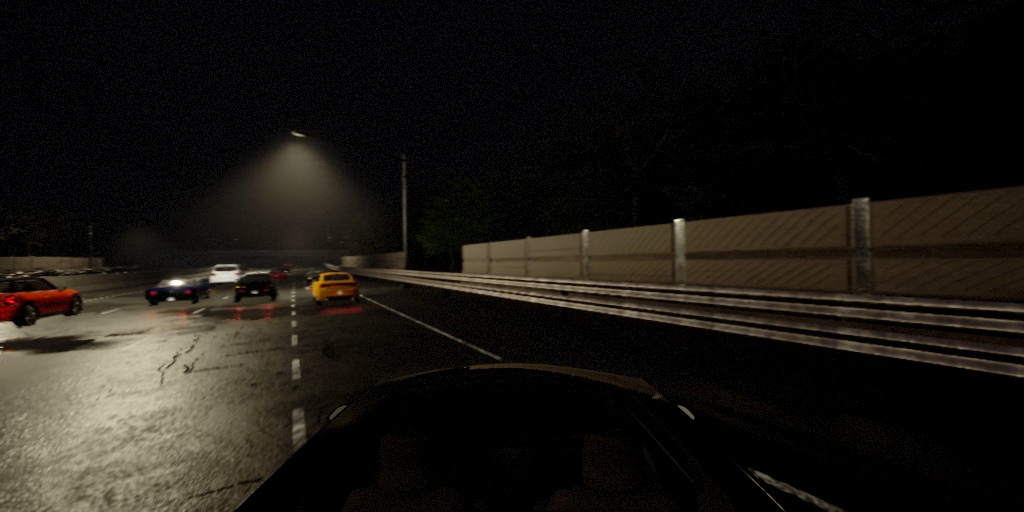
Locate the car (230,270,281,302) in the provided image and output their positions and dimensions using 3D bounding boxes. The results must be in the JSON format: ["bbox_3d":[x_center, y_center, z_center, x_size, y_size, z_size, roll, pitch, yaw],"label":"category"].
[{"bbox_3d":[-14.652,1.761,20.702,1.812,1.442,4.674,-1,-1,-31],"label":"car"}]

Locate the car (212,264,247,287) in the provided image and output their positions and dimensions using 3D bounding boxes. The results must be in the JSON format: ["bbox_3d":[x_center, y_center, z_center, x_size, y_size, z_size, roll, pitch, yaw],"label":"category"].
[{"bbox_3d":[-26.519,1.813,33.697,2.150,2.045,5.566,-1,0,-31],"label":"car"}]

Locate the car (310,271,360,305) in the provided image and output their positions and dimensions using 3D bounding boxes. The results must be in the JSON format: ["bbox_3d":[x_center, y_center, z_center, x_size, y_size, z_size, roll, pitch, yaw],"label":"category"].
[{"bbox_3d":[-9.334,1.601,18.902,1.882,1.535,5.008,-1,-1,-31],"label":"car"}]

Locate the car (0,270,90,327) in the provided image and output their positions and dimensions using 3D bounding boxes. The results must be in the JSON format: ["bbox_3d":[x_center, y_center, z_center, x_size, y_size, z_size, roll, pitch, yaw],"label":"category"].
[{"bbox_3d":[-18.040,1.551,13.009,2.097,1.767,4.553,-1,-1,-31],"label":"car"}]

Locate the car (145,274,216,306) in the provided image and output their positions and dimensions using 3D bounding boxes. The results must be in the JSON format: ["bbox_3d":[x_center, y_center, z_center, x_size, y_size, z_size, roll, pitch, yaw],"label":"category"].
[{"bbox_3d":[-17.922,1.877,19.537,1.895,1.301,4.718,-1,-1,-31],"label":"car"}]

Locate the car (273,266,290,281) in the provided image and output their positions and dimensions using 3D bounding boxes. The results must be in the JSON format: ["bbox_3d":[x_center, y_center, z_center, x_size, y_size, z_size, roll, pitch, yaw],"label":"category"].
[{"bbox_3d":[-28.414,2.301,43.410,1.994,1.385,4.181,-1,-1,-31],"label":"car"}]

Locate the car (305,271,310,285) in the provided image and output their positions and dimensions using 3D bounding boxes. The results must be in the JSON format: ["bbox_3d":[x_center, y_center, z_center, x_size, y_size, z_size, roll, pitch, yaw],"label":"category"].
[{"bbox_3d":[-18.727,2.067,34.337,1.895,1.301,4.718,-1,-1,-31],"label":"car"}]
